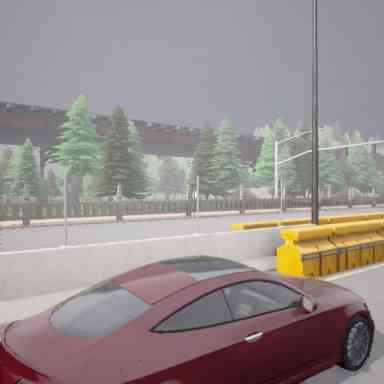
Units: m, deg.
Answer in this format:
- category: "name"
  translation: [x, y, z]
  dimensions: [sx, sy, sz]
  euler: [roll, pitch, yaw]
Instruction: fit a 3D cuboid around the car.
- category: "car"
  translation: [0.290, 1.525, 3.965]
  dimensions: [4.674, 1.442, 1.812]
  euler: [0, 0, -36]
